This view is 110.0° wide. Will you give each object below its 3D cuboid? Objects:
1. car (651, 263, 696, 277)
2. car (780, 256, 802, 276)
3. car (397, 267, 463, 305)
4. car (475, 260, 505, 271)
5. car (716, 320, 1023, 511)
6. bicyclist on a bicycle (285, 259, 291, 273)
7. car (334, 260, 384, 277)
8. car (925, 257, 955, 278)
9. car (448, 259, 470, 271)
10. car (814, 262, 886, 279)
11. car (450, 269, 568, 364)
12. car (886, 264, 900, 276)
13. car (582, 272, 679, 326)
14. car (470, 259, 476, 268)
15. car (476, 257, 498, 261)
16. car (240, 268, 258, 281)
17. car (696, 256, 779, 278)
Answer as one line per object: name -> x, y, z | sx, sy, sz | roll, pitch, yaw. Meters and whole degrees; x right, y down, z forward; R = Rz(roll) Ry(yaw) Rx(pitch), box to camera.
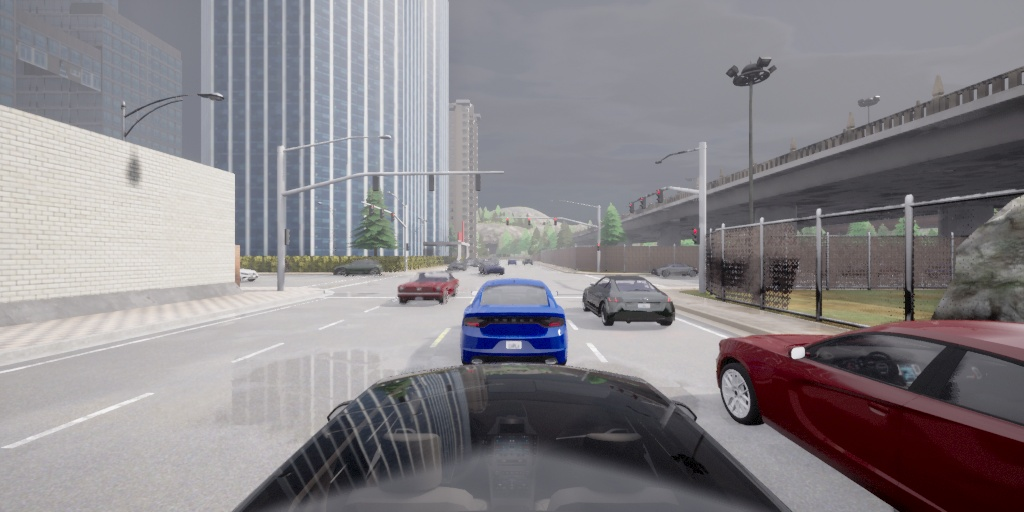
car -> 16.026, 1.369, 35.453 | 4.181, 1.385, 1.994 | 0, 0, 0
car -> 25.383, 1.027, 35.475 | 5.566, 2.045, 2.150 | 0, 0, -1
car -> -3.596, 1.349, 16.100 | 1.895, 1.301, 4.718 | 0, 0, 0
car -> -2.185, 1.384, 37.129 | 1.895, 1.301, 4.718 | 0, 0, -17
car -> 3.602, 1.228, 2.695 | 1.882, 1.535, 5.008 | 0, 0, 0
bicyclist on a bicycle -> -25.289, 1.106, 40.160 | 0.582, 1.620, 1.656 | 0, 0, 0
car -> -15.345, 1.159, 36.012 | 4.553, 1.767, 2.097 | 0, 0, -8
car -> 40.481, 1.027, 31.976 | 5.566, 2.045, 2.150 | 0, 0, 0
car -> -7.083, 1.313, 46.810 | 1.994, 1.385, 4.181 | 0, 0, 0
car -> 29.773, 1.406, 31.974 | 4.718, 1.301, 1.895 | 0, 0, 0
car -> 0.055, 1.228, 8.029 | 1.882, 1.535, 5.008 | 0, 0, 1
car -> 35.561, 1.331, 35.472 | 4.674, 1.442, 1.812 | 0, 0, 0
car -> 3.577, 1.314, 11.689 | 1.994, 1.385, 4.181 | 0, 0, 0
car -> -7.058, 1.239, 60.708 | 2.128, 1.511, 4.902 | 0, 0, 0
car -> -3.577, 1.242, 52.154 | 2.128, 1.511, 4.902 | 0, 0, 0
car -> -22.630, 1.331, 28.203 | 4.674, 1.442, 1.812 | 0, 0, 0
car -> 20.004, 1.027, 31.957 | 5.566, 2.045, 2.150 | 0, 0, 0
